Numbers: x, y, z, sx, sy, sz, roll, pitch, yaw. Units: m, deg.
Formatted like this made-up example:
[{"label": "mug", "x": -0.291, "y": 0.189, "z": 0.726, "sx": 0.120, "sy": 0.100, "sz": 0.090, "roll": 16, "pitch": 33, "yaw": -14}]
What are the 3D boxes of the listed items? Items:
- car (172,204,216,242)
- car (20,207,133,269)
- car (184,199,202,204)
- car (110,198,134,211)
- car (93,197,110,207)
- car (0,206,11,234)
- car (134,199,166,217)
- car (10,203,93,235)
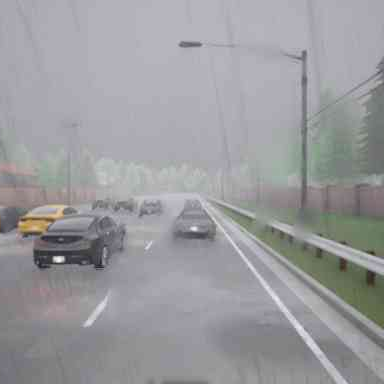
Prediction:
[{"label": "car", "x": 0.091, "y": 1.497, "z": 15.955, "sx": 1.994, "sy": 1.385, "sz": 4.181, "roll": 0, "pitch": 0, "yaw": 0}, {"label": "car", "x": -3.404, "y": 1.459, "z": 10.920, "sx": 1.837, "sy": 1.490, "sz": 4.892, "roll": 0, "pitch": 0, "yaw": 0}, {"label": "car", "x": 0.085, "y": 1.403, "z": 34.579, "sx": 2.033, "sy": 1.411, "sz": 5.357, "roll": 0, "pitch": 0, "yaw": 0}, {"label": "car", "x": -6.914, "y": 1.358, "z": 35.262, "sx": 1.837, "sy": 1.490, "sz": 4.892, "roll": 0, "pitch": 0, "yaw": 0}, {"label": "car", "x": -10.418, "y": 1.341, "z": 39.508, "sx": 1.837, "sy": 1.490, "sz": 4.892, "roll": 0, "pitch": 0, "yaw": 0}, {"label": "car", "x": -10.407, "y": 1.471, "z": 18.485, "sx": 2.033, "sy": 1.411, "sz": 5.357, "roll": 0, "pitch": 0, "yaw": 0}, {"label": "car", "x": -3.413, "y": 1.369, "z": 29.271, "sx": 2.128, "sy": 1.511, "sz": 4.902, "roll": 0, "pitch": 0, "yaw": 0}, {"label": "car", "x": -6.907, "y": 1.407, "z": 17.062, "sx": 1.882, "sy": 1.535, "sz": 5.008, "roll": 0, "pitch": 0, "yaw": 0}]
